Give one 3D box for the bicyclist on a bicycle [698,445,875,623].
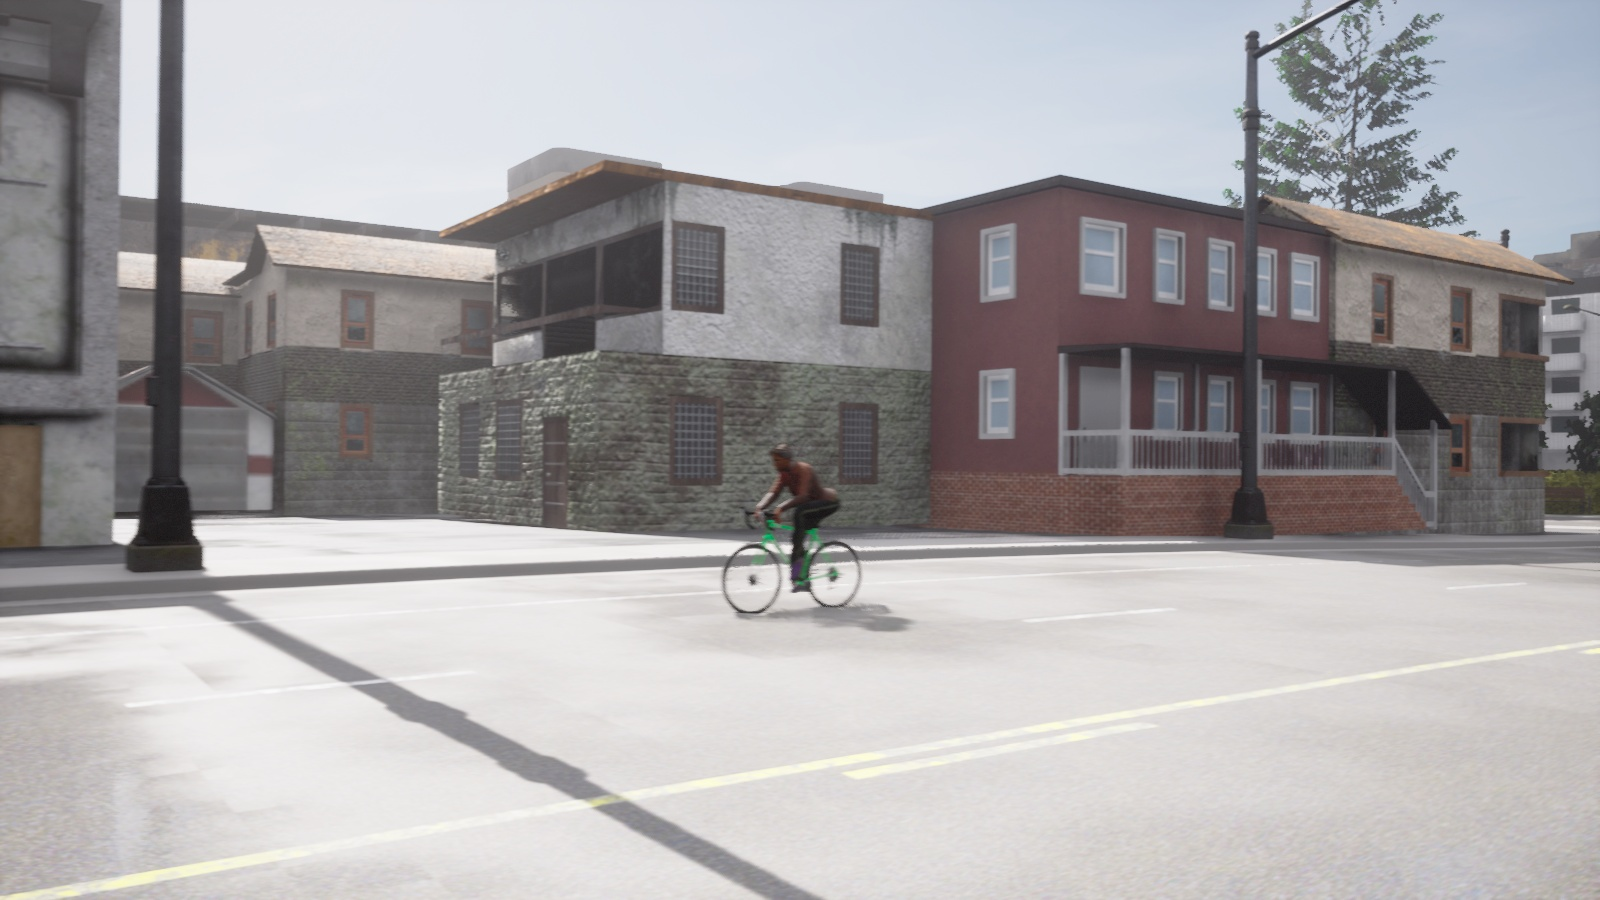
[{"bbox_3d":[-0.114,0.767,12.108,1.656,1.620,0.582,0,0,-35],"label":"bicyclist on a bicycle"}]
